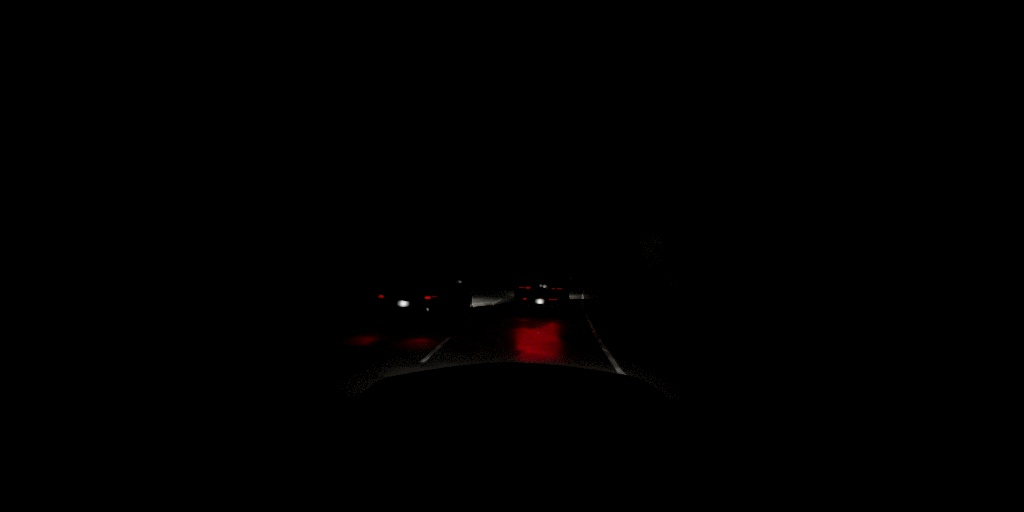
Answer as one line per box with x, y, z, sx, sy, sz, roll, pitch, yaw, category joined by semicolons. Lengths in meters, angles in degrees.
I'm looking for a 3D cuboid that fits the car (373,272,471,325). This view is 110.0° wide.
-2.633;1.205;11.388;1.994;1.385;4.181;1;0;6;car

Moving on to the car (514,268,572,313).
1.247;1.187;13.807;1.837;1.490;4.892;1;0;9;car
